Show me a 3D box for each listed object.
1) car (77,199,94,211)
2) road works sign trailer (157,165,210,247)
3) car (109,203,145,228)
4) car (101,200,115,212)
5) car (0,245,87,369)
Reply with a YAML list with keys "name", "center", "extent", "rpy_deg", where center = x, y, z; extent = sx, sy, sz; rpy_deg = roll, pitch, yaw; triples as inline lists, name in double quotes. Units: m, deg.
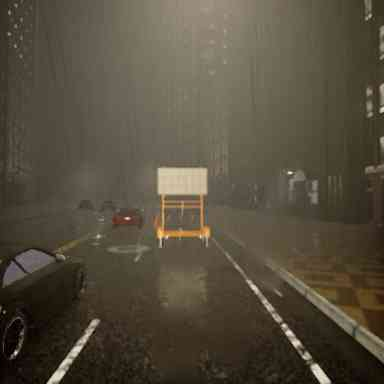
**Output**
- name: "car"
  center: [-14.372, 1.769, 45.144]
  extent: [1.837, 1.490, 4.892]
  rpy_deg: [0, 0, -11]
- name: "road works sign trailer"
  center: [-0.454, 0.566, 15.613]
  extent: [2.380, 3.560, 2.880]
  rpy_deg: [0, 0, -5]
- name: "car"
  center: [-4.400, 1.710, 23.554]
  extent: [1.994, 1.385, 4.181]
  rpy_deg: [0, 0, -6]
- name: "car"
  center: [-10.656, 1.787, 43.008]
  extent: [1.812, 1.442, 4.674]
  rpy_deg: [0, 0, -11]
- name: "car"
  center: [-3.301, 1.601, 5.773]
  extent: [1.994, 1.385, 4.181]
  rpy_deg: [0, 0, -1]
